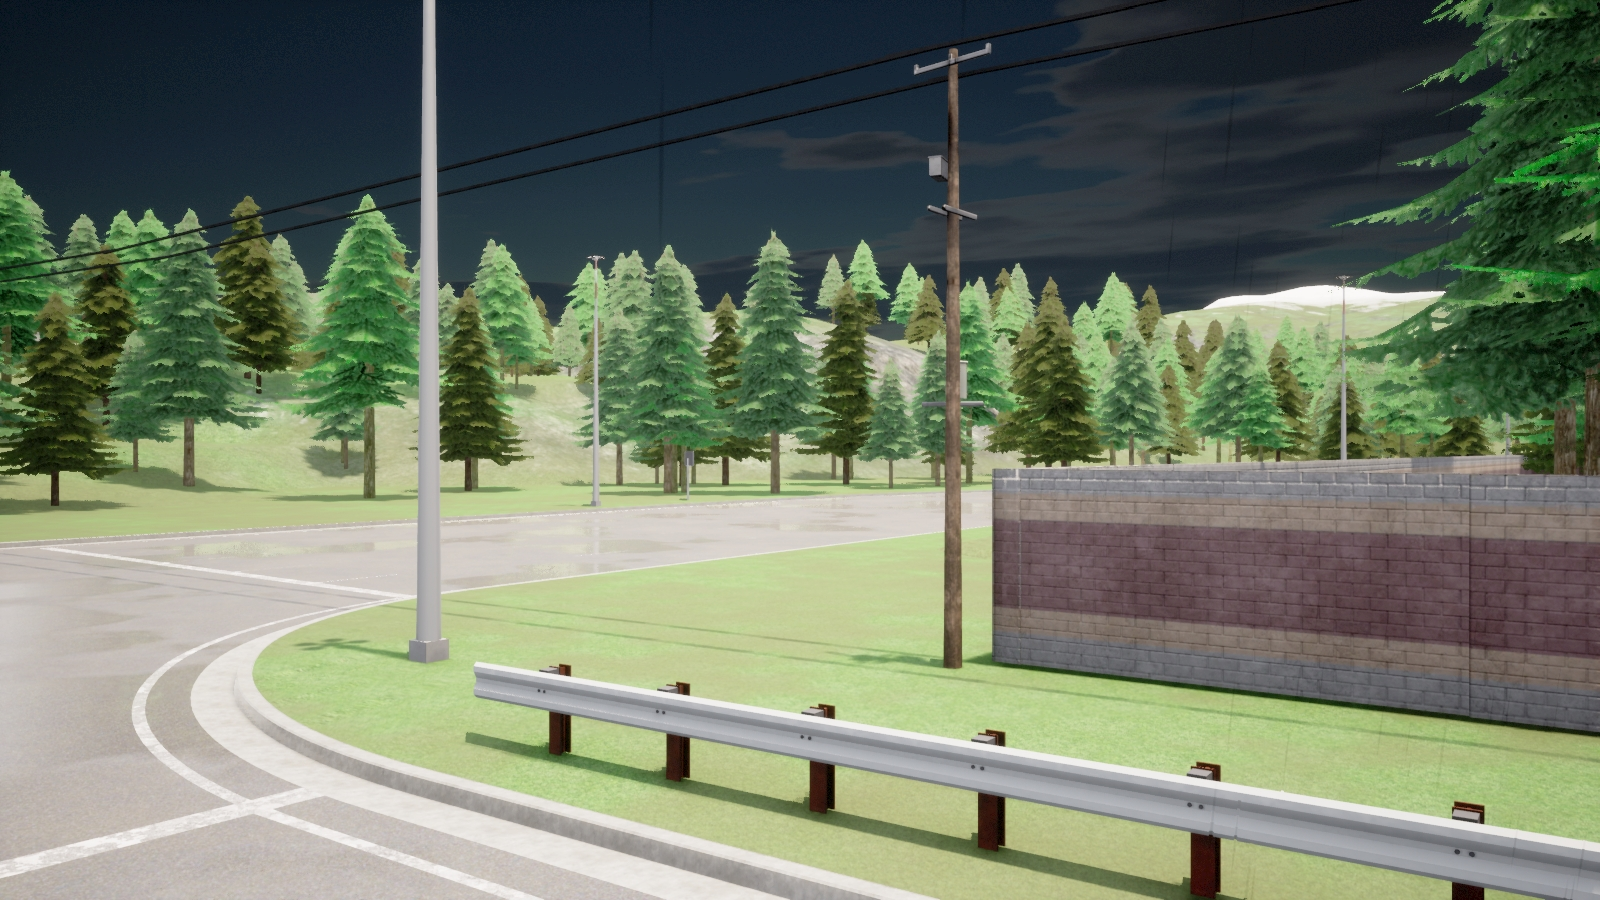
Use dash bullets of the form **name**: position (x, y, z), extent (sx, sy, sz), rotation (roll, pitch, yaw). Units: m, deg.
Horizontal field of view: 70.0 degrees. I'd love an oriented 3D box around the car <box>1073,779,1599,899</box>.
- **car**: position (3.010, 1.982, 1.681), extent (5.238, 1.638, 2.097), rotation (0, 0, 35)
